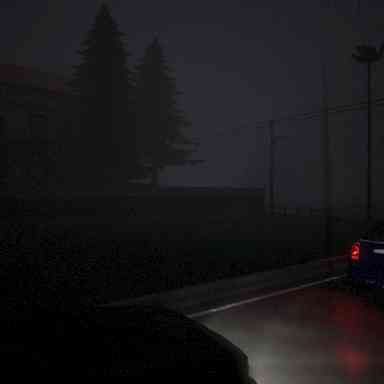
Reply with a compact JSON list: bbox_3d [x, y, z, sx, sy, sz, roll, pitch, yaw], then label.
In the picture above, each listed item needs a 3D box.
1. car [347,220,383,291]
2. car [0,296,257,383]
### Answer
[{"bbox_3d":[5.706,1.352,7.825,4.553,1.767,2.097,0,0,-35],"label":"car"},{"bbox_3d":[-1.993,1.547,2.305,5.357,1.411,2.033,0,0,-36],"label":"car"}]
